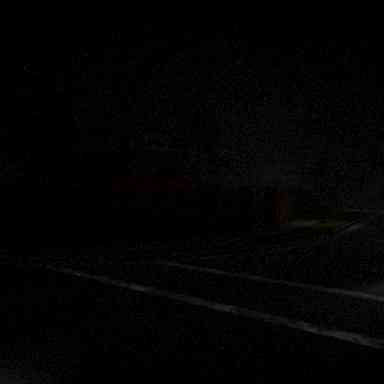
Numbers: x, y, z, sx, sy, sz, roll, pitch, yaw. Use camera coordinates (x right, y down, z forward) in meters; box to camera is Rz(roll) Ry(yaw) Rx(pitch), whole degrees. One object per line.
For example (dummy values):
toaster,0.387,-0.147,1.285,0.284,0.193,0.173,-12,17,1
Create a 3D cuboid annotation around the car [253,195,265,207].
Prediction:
car,9.847,1.200,42.758,5.027,1.636,2.152,0,0,34
